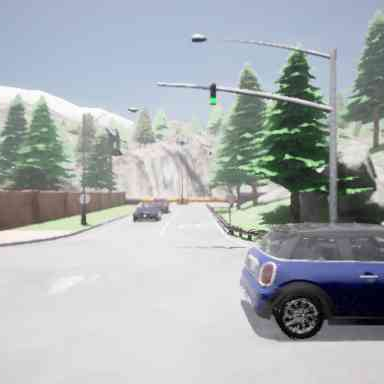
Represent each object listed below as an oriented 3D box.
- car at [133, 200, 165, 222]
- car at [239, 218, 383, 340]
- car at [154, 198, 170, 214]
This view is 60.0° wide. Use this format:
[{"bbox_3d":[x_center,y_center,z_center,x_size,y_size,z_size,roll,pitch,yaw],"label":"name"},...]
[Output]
[{"bbox_3d":[-3.604,1.628,27.326,1.994,1.385,4.181,0,0,0],"label":"car"},{"bbox_3d":[3.224,1.369,6.101,4.553,1.767,2.097,0,0,-2],"label":"car"},{"bbox_3d":[-3.591,1.440,37.018,2.097,1.767,4.553,0,0,0],"label":"car"}]
